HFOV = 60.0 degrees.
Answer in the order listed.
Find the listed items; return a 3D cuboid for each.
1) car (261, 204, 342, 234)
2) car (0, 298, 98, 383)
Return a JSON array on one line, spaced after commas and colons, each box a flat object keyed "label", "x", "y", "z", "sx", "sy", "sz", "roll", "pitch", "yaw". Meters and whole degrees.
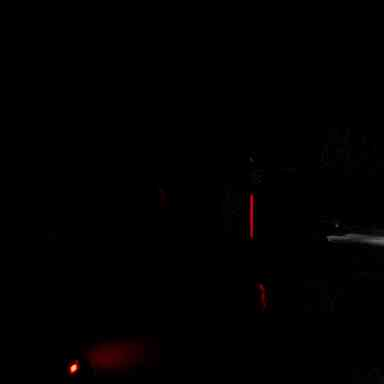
[{"label": "car", "x": 6.145, "y": 1.491, "z": 19.316, "sx": 2.128, "sy": 1.511, "sz": 4.902, "roll": 0, "pitch": 0, "yaw": -34}, {"label": "car", "x": -3.435, "y": 1.547, "z": 2.103, "sx": 5.357, "sy": 1.411, "sz": 2.033, "roll": 0, "pitch": 0, "yaw": -35}]
